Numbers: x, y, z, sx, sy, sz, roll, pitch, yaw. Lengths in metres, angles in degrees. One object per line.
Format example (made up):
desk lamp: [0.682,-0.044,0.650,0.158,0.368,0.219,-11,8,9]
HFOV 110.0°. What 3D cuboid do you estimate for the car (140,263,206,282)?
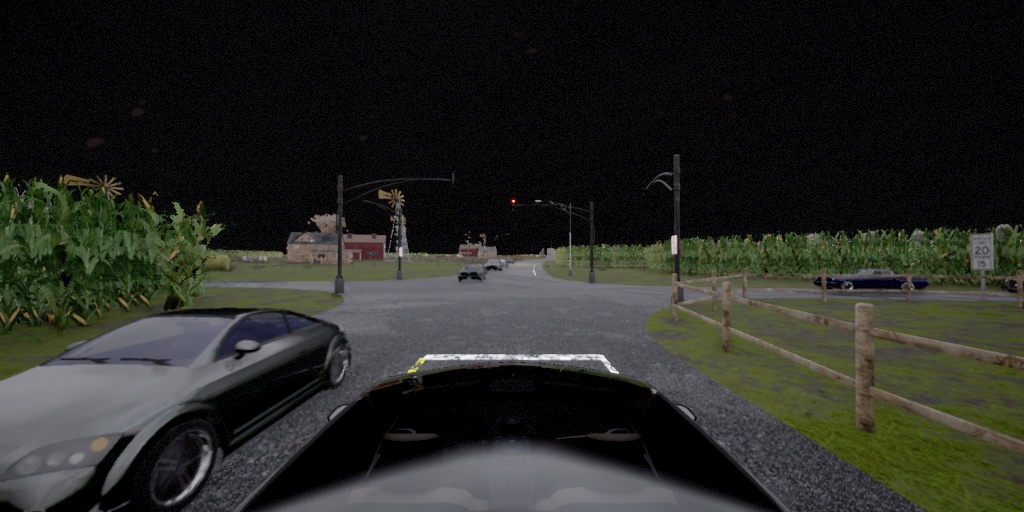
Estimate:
car: [-24.184,1.218,25.323,4.902,1.511,2.128,0,-1,9]

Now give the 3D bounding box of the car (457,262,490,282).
car: [-3.155,1.377,29.039,1.895,1.301,4.718,0,0,2]

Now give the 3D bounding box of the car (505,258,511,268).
car: [-1.656,1.318,60.630,1.812,1.442,4.674,0,1,4]

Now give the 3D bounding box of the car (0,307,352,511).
car: [-3.576,1.317,4.081,1.994,1.385,4.181,0,0,0]

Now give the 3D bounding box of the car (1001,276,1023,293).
car: [29.353,1.395,19.072,4.181,1.385,1.994,0,-1,10]

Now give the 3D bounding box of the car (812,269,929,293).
car: [20.386,1.420,20.622,4.718,1.301,1.895,0,-1,9]

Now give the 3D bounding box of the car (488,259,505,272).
car: [-2.413,1.139,47.459,2.097,1.767,4.553,0,0,3]
